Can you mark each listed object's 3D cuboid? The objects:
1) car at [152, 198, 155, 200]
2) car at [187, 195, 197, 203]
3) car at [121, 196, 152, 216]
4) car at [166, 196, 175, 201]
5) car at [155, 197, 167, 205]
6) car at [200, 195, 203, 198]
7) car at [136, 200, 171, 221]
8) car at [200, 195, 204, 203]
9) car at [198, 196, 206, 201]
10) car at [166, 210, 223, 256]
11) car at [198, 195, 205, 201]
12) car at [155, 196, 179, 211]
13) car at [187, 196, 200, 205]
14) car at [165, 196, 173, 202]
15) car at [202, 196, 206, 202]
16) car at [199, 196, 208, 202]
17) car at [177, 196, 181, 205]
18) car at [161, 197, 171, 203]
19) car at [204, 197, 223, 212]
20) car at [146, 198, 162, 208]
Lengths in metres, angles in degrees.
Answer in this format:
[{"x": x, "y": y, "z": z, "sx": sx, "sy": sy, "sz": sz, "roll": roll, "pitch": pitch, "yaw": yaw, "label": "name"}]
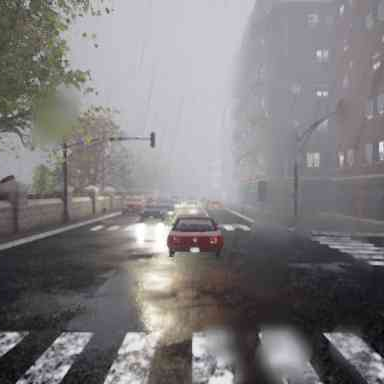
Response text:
[{"x": -5.685, "y": 1.497, "z": 44.476, "sx": 1.967, "sy": 1.590, "sz": 4.097, "roll": 0, "pitch": 0, "yaw": 0, "label": "car"}, {"x": 0.014, "y": 1.504, "z": 69.141, "sx": 1.882, "sy": 1.535, "sz": 5.008, "roll": 0, "pitch": 0, "yaw": 0, "label": "car"}, {"x": -5.688, "y": 1.354, "z": 33.405, "sx": 2.192, "sy": 1.841, "sz": 5.009, "roll": 0, "pitch": 0, "yaw": 0, "label": "car"}, {"x": -5.676, "y": 1.691, "z": 88.757, "sx": 2.008, "sy": 1.369, "sz": 4.403, "roll": 0, "pitch": 0, "yaw": 0, "label": "car"}, {"x": -5.681, "y": 1.667, "z": 61.081, "sx": 1.802, "sy": 1.307, "sz": 4.206, "roll": 0, "pitch": 0, "yaw": 0, "label": "car"}, {"x": 2.701, "y": 1.650, "z": 72.150, "sx": 1.887, "sy": 1.381, "sz": 4.507, "roll": 0, "pitch": 0, "yaw": 0, "label": "car"}, {"x": -3.090, "y": 1.631, "z": 27.569, "sx": 1.895, "sy": 1.301, "sz": 4.718, "roll": 0, "pitch": 0, "yaw": 0, "label": "car"}, {"x": 2.697, "y": 1.617, "z": 50.010, "sx": 2.008, "sy": 1.369, "sz": 4.403, "roll": 0, "pitch": 0, "yaw": 0, "label": "car"}, {"x": 2.704, "y": 1.706, "z": 88.756, "sx": 1.947, "sy": 1.339, "sz": 4.313, "roll": 0, "pitch": 0, "yaw": 0, "label": "car"}, {"x": 0.102, "y": 1.614, "z": 13.132, "sx": 1.895, "sy": 1.301, "sz": 4.718, "roll": 0, "pitch": 0, "yaw": 0, "label": "car"}, {"x": 2.705, "y": 1.592, "z": 94.291, "sx": 1.967, "sy": 1.590, "sz": 4.097, "roll": 0, "pitch": 0, "yaw": 0, "label": "car"}, {"x": -3.080, "y": 1.598, "z": 41.102, "sx": 2.033, "sy": 1.411, "sz": 5.357, "roll": 0, "pitch": 0, "yaw": 0, "label": "car"}, {"x": 0.013, "y": 1.683, "z": 59.167, "sx": 1.895, "sy": 1.301, "sz": 4.718, "roll": 0, "pitch": 0, "yaw": 0, "label": "car"}, {"x": -5.677, "y": 1.653, "z": 83.052, "sx": 1.752, "sy": 1.417, "sz": 4.829, "roll": 0, "pitch": 0, "yaw": 0, "label": "car"}, {"x": 2.696, "y": 1.601, "z": 44.474, "sx": 1.887, "sy": 1.381, "sz": 4.507, "roll": 0, "pitch": 0, "yaw": 0, "label": "car"}, {"x": 2.702, "y": 1.661, "z": 77.685, "sx": 1.887, "sy": 1.381, "sz": 4.507, "roll": 0, "pitch": 0, "yaw": 0, "label": "car"}, {"x": -3.018, "y": 1.433, "z": 59.042, "sx": 2.097, "sy": 1.767, "sz": 4.553, "roll": 0, "pitch": 0, "yaw": 0, "label": "car"}, {"x": -5.679, "y": 1.688, "z": 72.152, "sx": 1.802, "sy": 1.307, "sz": 4.206, "roll": 0, "pitch": 0, "yaw": 0, "label": "car"}, {"x": 2.694, "y": 1.573, "z": 39.109, "sx": 1.752, "sy": 1.417, "sz": 4.829, "roll": 0, "pitch": 0, "yaw": 0, "label": "car"}, {"x": -5.684, "y": 1.611, "z": 50.011, "sx": 1.887, "sy": 1.381, "sz": 4.507, "roll": 0, "pitch": 0, "yaw": 0, "label": "car"}]
